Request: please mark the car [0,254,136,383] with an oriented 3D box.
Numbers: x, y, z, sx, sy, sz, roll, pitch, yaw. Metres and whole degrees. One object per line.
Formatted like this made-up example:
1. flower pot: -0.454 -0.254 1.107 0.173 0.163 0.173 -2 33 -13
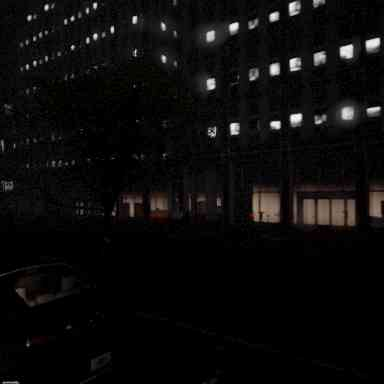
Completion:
1. car: -2.753 1.600 4.844 4.403 1.369 2.008 -1 -1 36
